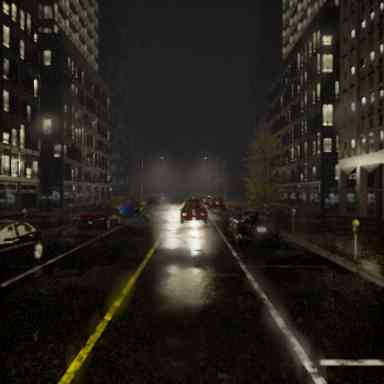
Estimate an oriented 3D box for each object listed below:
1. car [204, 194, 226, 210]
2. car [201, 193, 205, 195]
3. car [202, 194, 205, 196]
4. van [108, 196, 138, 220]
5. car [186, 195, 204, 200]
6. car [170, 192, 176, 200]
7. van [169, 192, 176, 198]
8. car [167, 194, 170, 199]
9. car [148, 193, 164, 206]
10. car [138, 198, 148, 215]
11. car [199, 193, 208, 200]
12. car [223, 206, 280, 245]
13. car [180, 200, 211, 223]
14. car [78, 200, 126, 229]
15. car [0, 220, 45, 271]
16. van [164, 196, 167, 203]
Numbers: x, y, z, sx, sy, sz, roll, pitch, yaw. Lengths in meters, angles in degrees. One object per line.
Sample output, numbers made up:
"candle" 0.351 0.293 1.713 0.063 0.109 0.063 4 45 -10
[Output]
"car" 2.745 1.271 37.763 1.967 1.590 4.097 0 0 0
"car" 2.767 1.274 55.010 1.752 1.417 4.829 0 0 0
"car" 2.759 1.359 49.148 1.802 1.307 4.206 0 0 0
"van" -5.650 1.225 26.405 1.690 1.788 3.998 0 0 0
"car" 0.156 1.378 41.442 1.994 1.385 4.181 0 0 0
"car" -5.576 1.135 83.155 1.752 1.417 4.829 0 0 0
"van" -5.559 0.892 94.709 1.690 1.788 3.998 0 0 0
"car" -5.606 1.287 60.558 1.947 1.339 4.313 0 0 0
"car" -5.620 1.217 49.172 1.967 1.590 4.097 0 0 0
"car" -5.644 1.440 32.098 1.802 1.307 4.206 0 0 0
"car" 2.806 1.049 83.298 1.967 1.590 4.097 0 0 0
"car" 2.714 1.500 14.997 1.947 1.339 4.313 0 0 0
"car" 0.133 1.494 24.276 1.895 1.301 4.718 0 0 0
"car" -5.659 1.454 20.713 1.887 1.381 4.507 0 0 0
"car" -5.674 1.510 9.329 2.008 1.369 4.403 0 0 0
"van" -5.612 1.090 54.865 1.690 1.788 3.998 0 0 0
